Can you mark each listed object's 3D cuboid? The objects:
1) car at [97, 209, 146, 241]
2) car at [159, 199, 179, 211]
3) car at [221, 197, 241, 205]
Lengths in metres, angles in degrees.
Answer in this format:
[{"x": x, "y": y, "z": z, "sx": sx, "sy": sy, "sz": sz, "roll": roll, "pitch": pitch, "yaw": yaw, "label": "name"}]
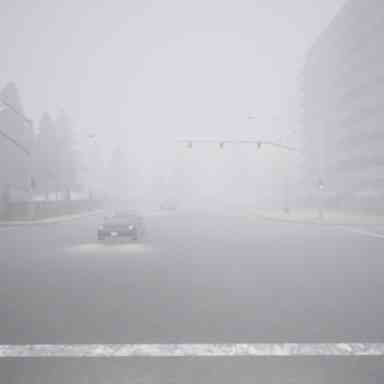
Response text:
[{"x": -3.492, "y": 1.620, "z": 17.257, "sx": 1.812, "sy": 1.442, "sz": 4.674, "roll": 0, "pitch": 0, "yaw": 0, "label": "car"}, {"x": -2.876, "y": 1.643, "z": 42.560, "sx": 2.128, "sy": 1.511, "sz": 4.902, "roll": 0, "pitch": 0, "yaw": 8, "label": "car"}, {"x": 7.664, "y": 1.663, "z": 64.622, "sx": 4.674, "sy": 1.442, "sz": 1.812, "roll": 0, "pitch": 0, "yaw": -41, "label": "car"}]
